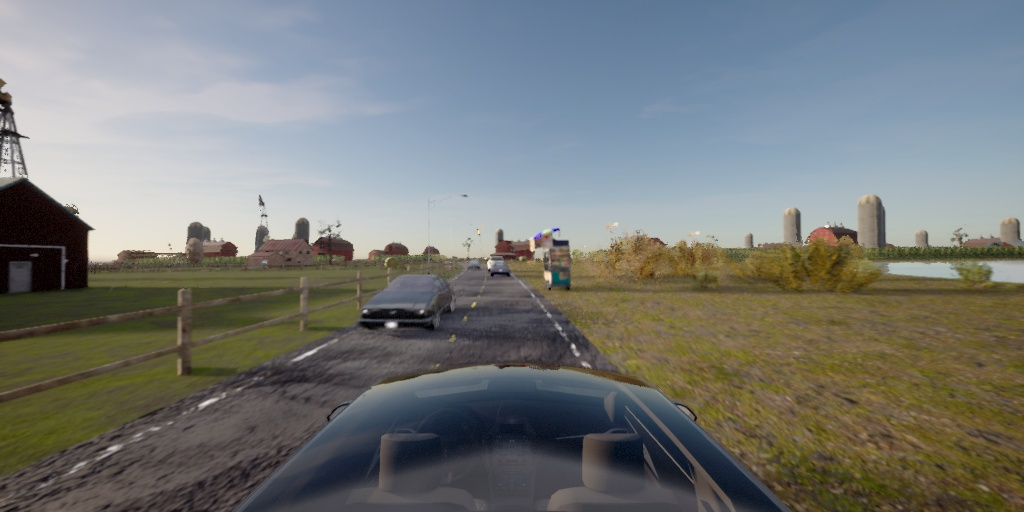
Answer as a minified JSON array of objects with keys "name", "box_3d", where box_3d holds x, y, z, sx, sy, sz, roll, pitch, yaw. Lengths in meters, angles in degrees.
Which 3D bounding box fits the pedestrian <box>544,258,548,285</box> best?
[{"name":"pedestrian","box_3d":[2.291,1.052,24.178,0.375,1.860,0.375,1,-1,-1]}]

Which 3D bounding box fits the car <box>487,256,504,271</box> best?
[{"name":"car","box_3d":[-2.163,1.036,47.912,2.150,2.045,5.566,0,0,-5]}]

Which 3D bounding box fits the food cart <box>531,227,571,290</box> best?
[{"name":"food cart","box_3d":[2.682,0.229,22.145,2.280,3.560,4.660,0,0,-2]}]

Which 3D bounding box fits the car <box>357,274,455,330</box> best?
[{"name":"car","box_3d":[-2.970,1.298,11.367,2.033,1.411,5.357,0,0,-1]}]

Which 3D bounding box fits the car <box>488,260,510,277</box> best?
[{"name":"car","box_3d":[-1.217,1.350,36.517,1.994,1.385,4.181,0,0,-4]}]

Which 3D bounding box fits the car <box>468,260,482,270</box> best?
[{"name":"car","box_3d":[-5.576,1.342,53.041,1.812,1.442,4.674,1,0,-6]}]
